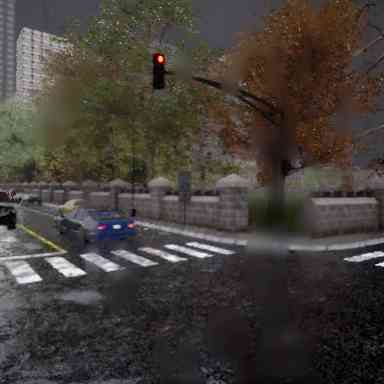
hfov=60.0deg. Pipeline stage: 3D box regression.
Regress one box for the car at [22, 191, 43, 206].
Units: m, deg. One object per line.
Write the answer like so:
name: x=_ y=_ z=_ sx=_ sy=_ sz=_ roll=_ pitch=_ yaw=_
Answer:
car: x=-17.982 y=0.862 z=37.310 sx=2.008 sy=1.369 sz=4.403 roll=1 pitch=0 yaw=-36

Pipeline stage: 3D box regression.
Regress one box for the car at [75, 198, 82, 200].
car: x=-8.314 y=1.127 z=24.012 sx=1.752 sy=1.417 sz=4.829 roll=1 pitch=0 yaw=-36

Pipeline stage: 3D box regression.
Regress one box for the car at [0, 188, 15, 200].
car: x=-31.000 y=0.239 z=55.225 sx=2.192 sy=1.841 sz=5.009 roll=1 pitch=0 yaw=-36

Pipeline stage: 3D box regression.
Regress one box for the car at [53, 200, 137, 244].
car: x=-4.397 y=1.318 z=14.523 sx=2.033 sy=1.411 sz=5.357 roll=0 pitch=1 yaw=-39

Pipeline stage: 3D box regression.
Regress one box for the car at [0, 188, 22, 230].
car: x=-10.820 y=0.867 z=17.593 sx=2.150 sy=2.045 sz=5.566 roll=0 pitch=1 yaw=-36
